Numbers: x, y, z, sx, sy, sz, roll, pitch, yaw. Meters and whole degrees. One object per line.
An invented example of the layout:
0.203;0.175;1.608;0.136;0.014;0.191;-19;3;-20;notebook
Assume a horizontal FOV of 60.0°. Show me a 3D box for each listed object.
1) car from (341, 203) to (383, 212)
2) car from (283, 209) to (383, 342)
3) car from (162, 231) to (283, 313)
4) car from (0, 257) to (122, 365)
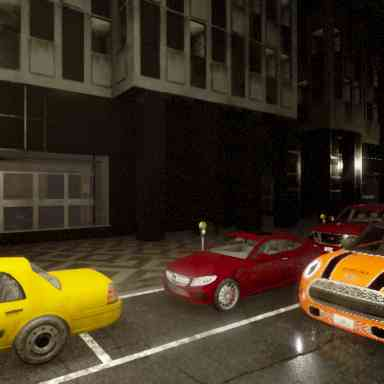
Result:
5.909;1.314;10.847;5.009;1.841;2.192;0;0;-35;car
4.105;1.351;6.295;4.553;1.767;2.097;0;0;-35;car
1.342;1.581;7.601;4.206;1.307;1.802;0;0;-35;car
-3.362;1.525;4.257;4.829;1.417;1.752;0;0;-35;car
